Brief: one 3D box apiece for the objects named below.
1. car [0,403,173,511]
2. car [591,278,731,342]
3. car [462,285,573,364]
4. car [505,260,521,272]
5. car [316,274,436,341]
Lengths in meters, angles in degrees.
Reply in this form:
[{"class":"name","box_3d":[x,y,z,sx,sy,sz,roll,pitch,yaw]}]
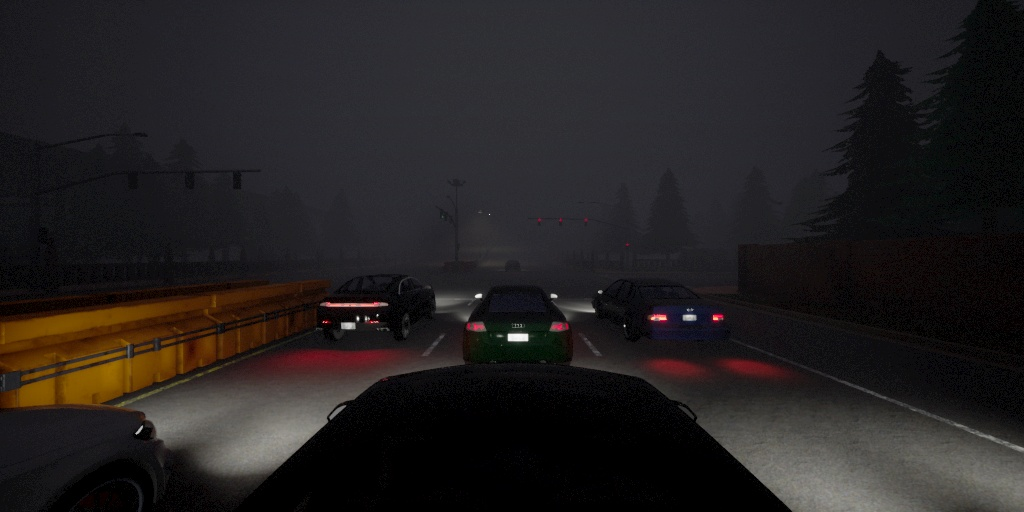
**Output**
[{"class":"car","box_3d":[-3.403,1.276,0.638,1.812,1.442,4.674,0,0,0]},{"class":"car","box_3d":[3.599,1.297,9.781,2.033,1.411,5.357,0,0,0]},{"class":"car","box_3d":[0.099,1.314,7.924,1.994,1.385,4.181,0,0,0]},{"class":"car","box_3d":[0.096,1.228,45.960,1.882,1.535,5.008,0,0,0]},{"class":"car","box_3d":[-3.400,1.241,9.875,2.128,1.511,4.902,0,0,0]}]
